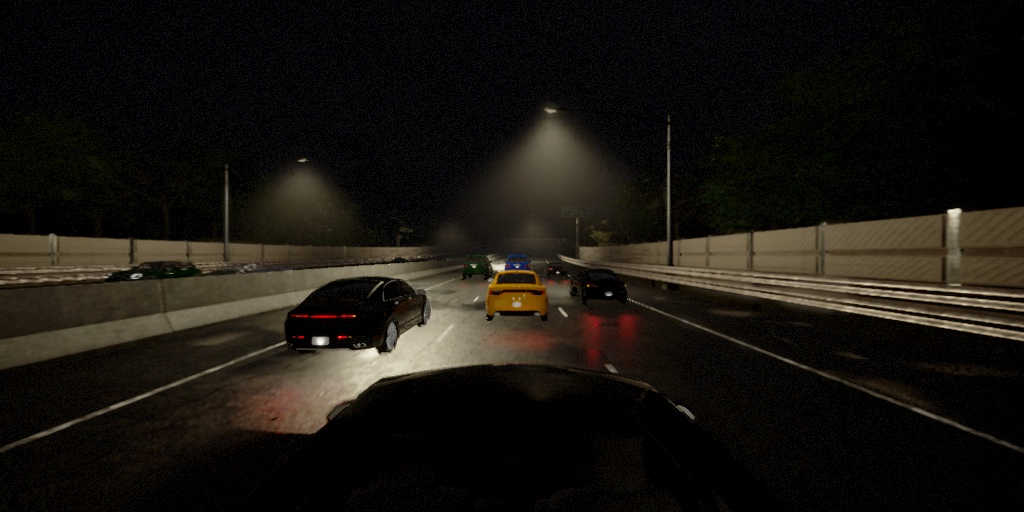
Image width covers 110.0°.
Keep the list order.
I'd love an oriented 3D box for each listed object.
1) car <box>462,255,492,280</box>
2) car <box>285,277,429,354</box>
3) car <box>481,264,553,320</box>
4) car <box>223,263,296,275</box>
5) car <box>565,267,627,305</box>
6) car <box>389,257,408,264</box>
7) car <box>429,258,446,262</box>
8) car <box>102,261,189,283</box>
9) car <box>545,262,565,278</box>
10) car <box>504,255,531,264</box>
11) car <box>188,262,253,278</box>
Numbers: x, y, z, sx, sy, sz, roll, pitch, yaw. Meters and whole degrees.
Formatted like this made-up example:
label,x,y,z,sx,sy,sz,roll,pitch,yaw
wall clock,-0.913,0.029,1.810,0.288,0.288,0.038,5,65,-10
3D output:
label,x,y,z,sx,sy,sz,roll,pitch,yaw
car,-3.000,0.962,31.616,2.150,2.045,5.566,0,0,1
car,-3.364,1.252,8.742,1.837,1.490,4.892,0,0,0
car,0.167,1.226,12.669,1.882,1.535,5.008,0,0,1
car,-13.925,1.300,20.773,1.994,1.385,4.181,0,0,1
car,3.719,1.275,15.948,1.812,1.442,4.674,0,0,1
car,-19.486,1.015,61.803,1.837,1.490,4.892,0,1,3
car,-12.458,1.073,62.269,1.994,1.385,4.181,0,1,3
car,-20.918,1.083,21.154,2.097,1.767,4.553,0,0,1
car,4.057,1.272,33.541,1.812,1.442,4.674,0,0,2
car,0.500,0.965,31.586,2.150,2.045,5.566,0,0,1
car,-17.385,1.224,23.026,2.128,1.511,4.902,0,0,1
